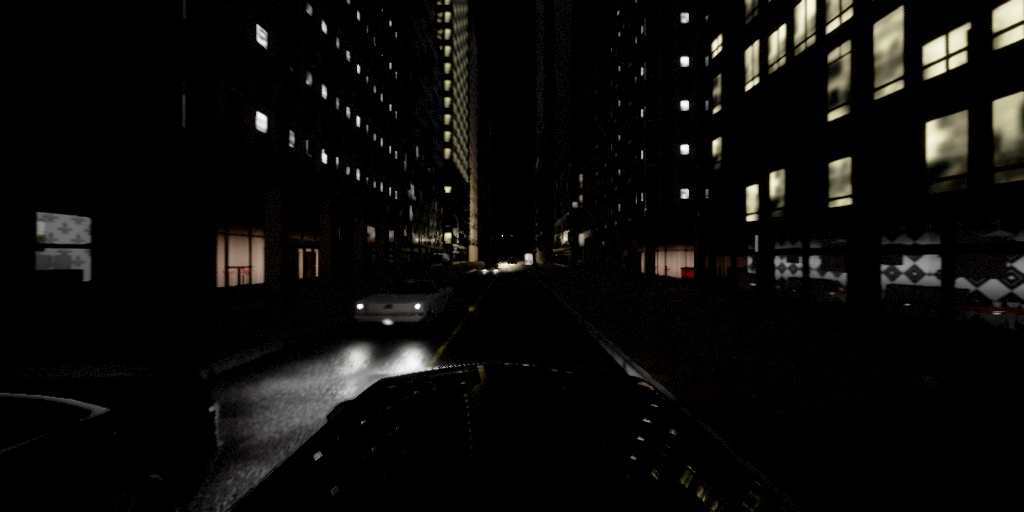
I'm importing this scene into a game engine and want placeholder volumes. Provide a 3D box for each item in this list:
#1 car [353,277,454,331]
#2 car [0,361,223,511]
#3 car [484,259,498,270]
[{"bbox_3d":[-3.084,1.344,11.141,1.895,1.301,4.718,0,0,0],"label":"car"},{"bbox_3d":[-3.099,1.242,0.628,2.128,1.511,4.902,0,0,0],"label":"car"},{"bbox_3d":[-3.053,1.190,52.210,1.882,1.535,5.008,0,0,0],"label":"car"}]
